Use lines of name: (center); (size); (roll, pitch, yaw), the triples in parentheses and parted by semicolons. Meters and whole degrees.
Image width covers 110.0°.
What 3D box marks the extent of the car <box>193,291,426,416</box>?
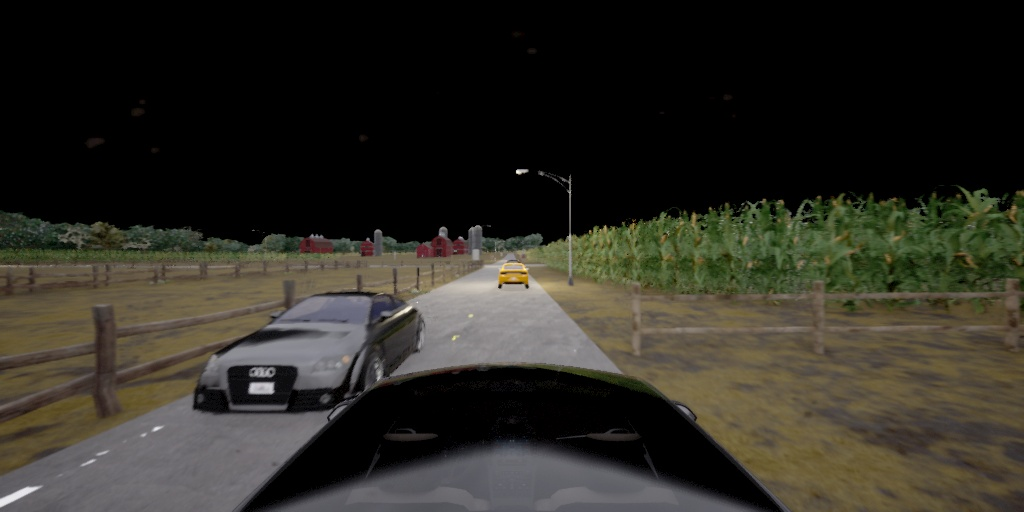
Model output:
car: (-2.840, 1.312, 6.062); (1.994, 1.385, 4.181); (0, 0, 0)

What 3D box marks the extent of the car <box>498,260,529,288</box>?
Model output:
car: (0.101, 1.219, 23.911); (1.882, 1.535, 5.008); (0, 0, 0)
